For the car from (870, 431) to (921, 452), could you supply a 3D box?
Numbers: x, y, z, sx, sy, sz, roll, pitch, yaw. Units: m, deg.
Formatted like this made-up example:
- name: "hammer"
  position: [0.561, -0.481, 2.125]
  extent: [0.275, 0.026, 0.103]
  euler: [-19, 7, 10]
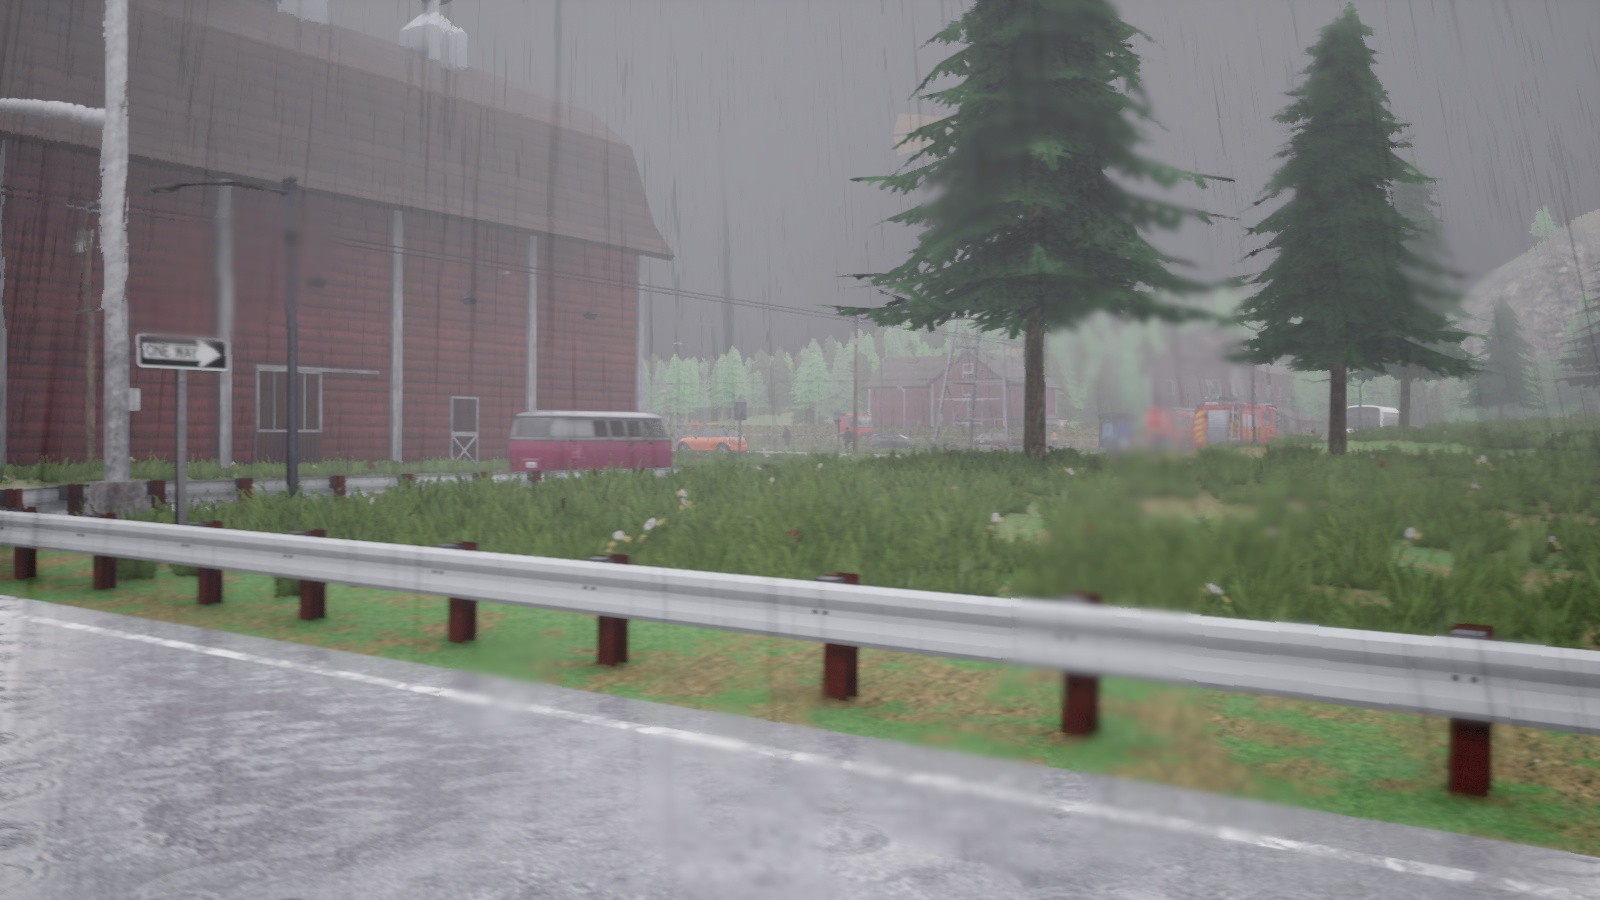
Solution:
- name: "car"
  position: [7.465, -0.675, 98.158]
  extent: [3.705, 1.549, 1.789]
  euler: [0, 1, 16]

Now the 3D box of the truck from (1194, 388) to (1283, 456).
- name: "truck"
  position: [26.399, -1.672, 75.271]
  extent: [2.891, 3.827, 8.468]
  euler: [0, 1, 35]

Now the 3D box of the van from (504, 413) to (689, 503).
- name: "van"
  position: [-4.785, 0.144, 30.095]
  extent: [1.775, 1.987, 4.442]
  euler: [0, 1, 35]

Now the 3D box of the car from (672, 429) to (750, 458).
- name: "car"
  position: [-5.596, -0.406, 78.623]
  extent: [4.553, 1.767, 2.097]
  euler: [0, 1, 34]
